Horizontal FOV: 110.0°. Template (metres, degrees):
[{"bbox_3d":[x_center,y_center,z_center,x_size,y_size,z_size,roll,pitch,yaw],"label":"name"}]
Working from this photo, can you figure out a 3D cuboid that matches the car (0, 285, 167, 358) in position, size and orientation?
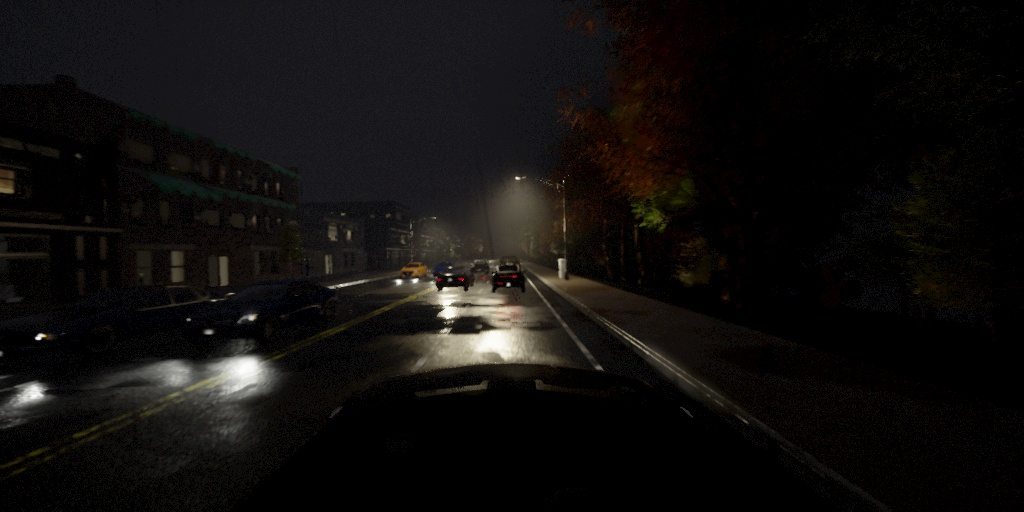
[{"bbox_3d":[-9.980,1.505,9.584,2.033,1.411,5.357,-1,0,0],"label":"car"}]

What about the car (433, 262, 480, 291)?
[{"bbox_3d":[-3.444,1.360,22.463,2.033,1.411,5.357,-1,0,0],"label":"car"}]

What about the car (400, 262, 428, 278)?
[{"bbox_3d":[-10.082,1.433,37.090,1.882,1.535,5.008,-1,0,0],"label":"car"}]

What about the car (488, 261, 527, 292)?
[{"bbox_3d":[-0.198,1.249,21.143,1.837,1.490,4.892,-1,0,0],"label":"car"}]

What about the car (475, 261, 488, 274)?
[{"bbox_3d":[-3.529,1.296,41.342,2.128,1.511,4.902,-1,0,0],"label":"car"}]

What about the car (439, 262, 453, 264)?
[{"bbox_3d":[-6.833,1.365,37.111,1.882,1.535,5.008,-1,0,0],"label":"car"}]

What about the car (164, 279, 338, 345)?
[{"bbox_3d":[-6.733,1.414,10.277,1.812,1.442,4.674,-1,0,0],"label":"car"}]

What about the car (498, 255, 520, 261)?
[{"bbox_3d":[-0.275,0.960,38.620,2.150,2.045,5.566,-1,0,0],"label":"car"}]
